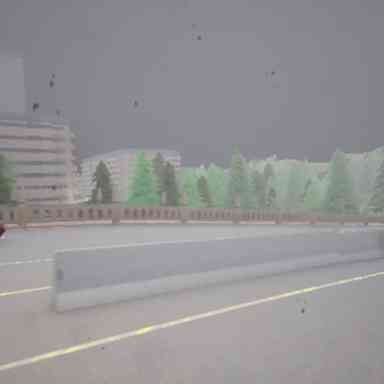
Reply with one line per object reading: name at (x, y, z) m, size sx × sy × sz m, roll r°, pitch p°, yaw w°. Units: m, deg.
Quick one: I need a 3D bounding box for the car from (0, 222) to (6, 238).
car at (-10.460, 1.613, 13.726) m, size 4.718 × 1.301 × 1.895 m, roll 0°, pitch 0°, yaw -36°
